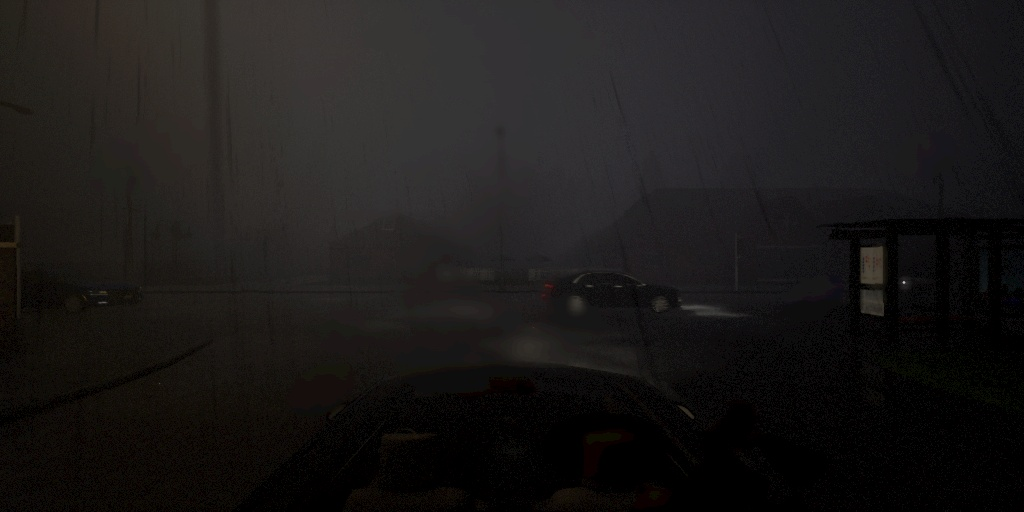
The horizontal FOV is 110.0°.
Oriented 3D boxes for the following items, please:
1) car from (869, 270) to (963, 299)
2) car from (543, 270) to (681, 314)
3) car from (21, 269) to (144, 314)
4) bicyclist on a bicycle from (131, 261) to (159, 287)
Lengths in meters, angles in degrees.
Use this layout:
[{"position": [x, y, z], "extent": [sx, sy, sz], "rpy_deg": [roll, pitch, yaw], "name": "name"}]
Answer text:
[{"position": [20.338, 1.351, 17.314], "extent": [4.718, 1.301, 1.895], "rpy_deg": [0, 0, 0], "name": "car"}, {"position": [3.595, 1.255, 13.159], "extent": [4.892, 1.490, 1.837], "rpy_deg": [0, 0, 0], "name": "car"}, {"position": [-16.637, 1.227, 13.215], "extent": [5.008, 1.535, 1.882], "rpy_deg": [0, 0, 0], "name": "car"}, {"position": [-22.104, 1.099, 21.627], "extent": [0.582, 1.620, 1.656], "rpy_deg": [0, 0, 0], "name": "bicyclist on a bicycle"}]
